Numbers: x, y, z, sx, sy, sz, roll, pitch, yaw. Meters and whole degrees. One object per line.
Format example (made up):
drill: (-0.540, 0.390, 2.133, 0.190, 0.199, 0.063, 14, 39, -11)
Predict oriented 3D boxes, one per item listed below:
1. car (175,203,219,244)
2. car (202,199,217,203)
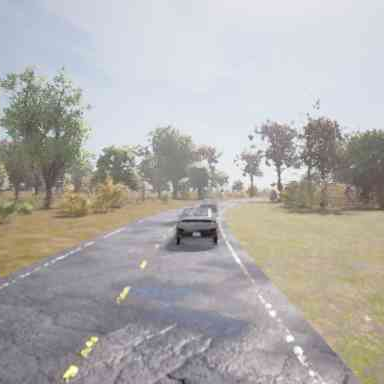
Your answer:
car: (0.271, 1.488, 15.829, 2.128, 1.511, 4.902, 0, 0, 2)
car: (1.953, 1.537, 37.173, 2.033, 1.411, 5.357, 0, 0, 7)
